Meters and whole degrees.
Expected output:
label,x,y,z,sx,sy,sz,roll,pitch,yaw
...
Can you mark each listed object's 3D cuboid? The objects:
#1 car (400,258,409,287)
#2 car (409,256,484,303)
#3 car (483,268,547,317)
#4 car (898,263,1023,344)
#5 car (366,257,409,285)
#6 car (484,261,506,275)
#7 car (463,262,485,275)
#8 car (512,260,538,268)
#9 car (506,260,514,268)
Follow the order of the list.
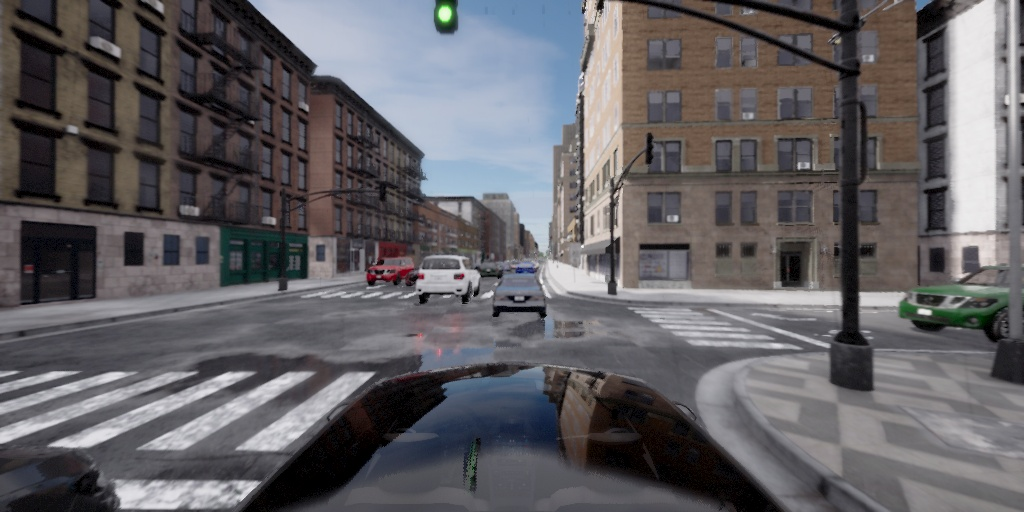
label,x,y,z,sx,sy,sz,roll,pitch,yaw
car,-5.943,1.214,25.516,2.097,1.767,4.553,0,0,3
car,-2.850,1.043,17.139,2.150,2.045,5.566,0,-1,2
car,0.290,1.360,13.529,2.033,1.411,5.357,0,0,1
car,14.068,1.215,9.600,5.566,2.045,2.150,1,0,5
car,-9.094,1.090,27.440,2.150,2.045,5.566,0,0,2
car,-1.994,1.247,33.556,2.097,1.767,4.553,0,0,2
car,-4.620,1.494,44.318,1.994,1.385,4.181,0,0,5
car,1.342,1.381,35.352,1.882,1.535,5.008,0,0,3
car,-1.097,1.487,46.807,2.033,1.411,5.357,0,0,6
